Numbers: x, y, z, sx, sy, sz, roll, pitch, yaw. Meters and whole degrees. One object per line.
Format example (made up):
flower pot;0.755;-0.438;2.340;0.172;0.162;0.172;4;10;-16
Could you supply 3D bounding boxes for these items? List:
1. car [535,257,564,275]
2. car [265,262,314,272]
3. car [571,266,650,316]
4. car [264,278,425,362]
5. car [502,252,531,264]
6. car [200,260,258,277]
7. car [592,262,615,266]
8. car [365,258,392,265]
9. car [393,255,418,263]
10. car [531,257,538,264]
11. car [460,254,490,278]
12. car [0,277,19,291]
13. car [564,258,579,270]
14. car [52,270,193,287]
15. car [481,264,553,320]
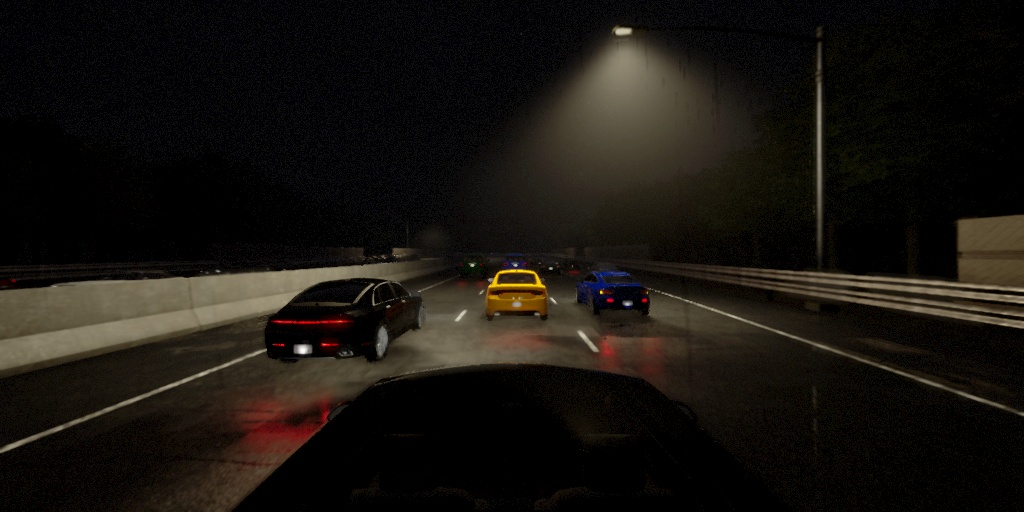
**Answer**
car;3.753;1.137;36.481;1.994;1.385;4.181;0;1;0
car;-20.866;1.201;33.907;1.895;1.301;4.718;0;1;1
car;3.563;1.264;13.272;1.812;1.442;4.674;0;0;0
car;-3.367;1.254;8.209;1.837;1.490;4.892;0;0;0
car;0.315;0.841;32.009;2.150;2.045;5.566;0;1;0
car;-24.317;1.134;31.010;1.837;1.490;4.892;0;1;0
car;7.091;1.204;27.912;2.033;1.411;5.357;0;1;2
car;-13.851;1.184;35.415;1.895;1.301;4.718;0;1;1
car;-17.120;0.893;57.883;1.895;1.301;4.718;0;1;1
car;3.914;0.882;55.954;1.994;1.385;4.181;0;1;0
car;-3.188;0.844;31.659;2.150;2.045;5.566;0;1;0
car;-23.804;1.297;14.791;1.994;1.385;4.181;0;0;-3
car;7.405;0.959;45.961;1.837;1.490;4.892;0;1;1
car;-17.513;1.327;16.470;1.895;1.301;4.718;0;0;0
car;0.161;1.217;12.680;1.882;1.535;5.008;0;0;0
